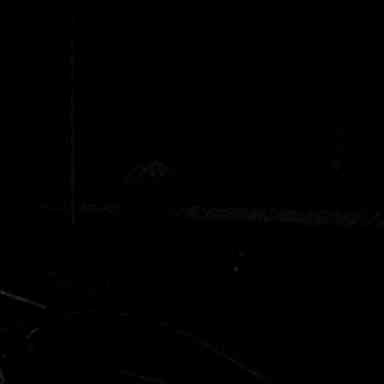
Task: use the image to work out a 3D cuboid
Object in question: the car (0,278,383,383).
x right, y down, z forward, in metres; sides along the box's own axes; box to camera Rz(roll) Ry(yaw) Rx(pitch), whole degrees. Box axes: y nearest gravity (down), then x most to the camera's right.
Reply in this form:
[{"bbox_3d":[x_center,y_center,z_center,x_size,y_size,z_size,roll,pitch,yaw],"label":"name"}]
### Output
[{"bbox_3d":[-0.402,1.573,3.249,4.313,1.339,1.947,0,0,35],"label":"car"}]
